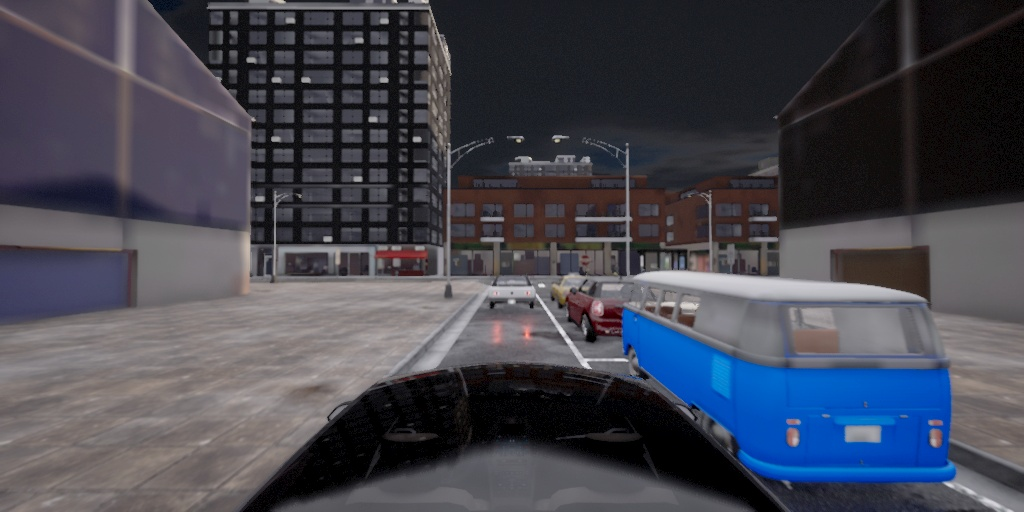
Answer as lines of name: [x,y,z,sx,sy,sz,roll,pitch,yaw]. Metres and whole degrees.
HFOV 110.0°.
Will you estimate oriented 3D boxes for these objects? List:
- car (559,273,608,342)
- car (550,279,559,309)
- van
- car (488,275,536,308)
car: [2.636,1.270,9.978,1.967,1.591,4.097,0,0,0]
car: [2.634,1.409,15.585,1.751,1.417,4.829,0,0,0]
van: [2.637,1.118,4.541,1.690,1.789,3.998,0,0,0]
car: [-0.002,1.490,15.968,1.895,1.301,4.718,0,-1,0]
